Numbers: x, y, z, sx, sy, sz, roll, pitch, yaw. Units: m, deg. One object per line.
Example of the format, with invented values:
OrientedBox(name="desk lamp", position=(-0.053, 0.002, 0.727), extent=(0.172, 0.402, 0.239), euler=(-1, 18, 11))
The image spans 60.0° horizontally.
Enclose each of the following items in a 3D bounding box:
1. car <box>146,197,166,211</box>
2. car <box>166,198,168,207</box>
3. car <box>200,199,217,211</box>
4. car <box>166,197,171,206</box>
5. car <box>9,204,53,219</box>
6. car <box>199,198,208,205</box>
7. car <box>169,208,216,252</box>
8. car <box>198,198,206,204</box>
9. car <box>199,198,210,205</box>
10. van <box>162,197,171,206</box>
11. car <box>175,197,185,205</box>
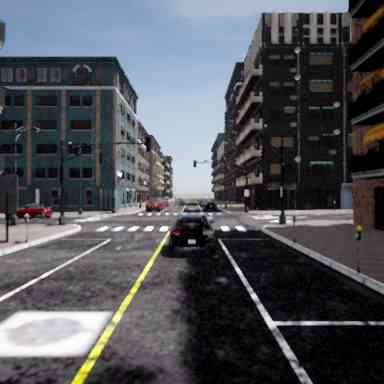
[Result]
OrientedBox(name="car", position=(-5.304, 1.742, 46.952), extent=(2.192, 1.841, 5.009), euler=(0, -1, 0))
OrientedBox(name="car", position=(-5.303, 2.021, 52.502), extent=(1.887, 1.381, 4.507), euler=(0, -1, 0))
OrientedBox(name="car", position=(2.576, 1.993, 46.949), extent=(1.947, 1.339, 4.313), euler=(0, -1, 0))
OrientedBox(name="car", position=(-5.300, 2.116, 63.606), extent=(1.887, 1.381, 4.507), euler=(0, 0, 0))
OrientedBox(name="car", position=(-16.908, 1.958, 34.792), extent=(4.097, 1.590, 1.967), euler=(-1, 0, 0))
OrientedBox(name="car", position=(2.583, 2.107, 74.709), extent=(1.967, 1.590, 4.097), euler=(0, 0, 0))
OrientedBox(name="car", position=(0.009, 1.660, 14.396), extent=(1.812, 1.442, 4.674), euler=(0, 0, 0))
OrientedBox(name="car", position=(2.585, 2.312, 85.812), extent=(2.008, 1.369, 4.403), euler=(0, 0, 0))
OrientedBox(name="car", position=(2.579, 2.106, 58.052), extent=(1.802, 1.307, 4.206), euler=(0, 0, 0))
OrientedBox(name="van", position=(-5.299, 1.960, 69.159), extent=(1.690, 1.788, 3.998), euler=(0, 0, 0))
OrientedBox(name="car", position=(-2.736, 2.012, 74.202), extent=(2.097, 1.767, 4.553), euler=(0, 0, 0))
